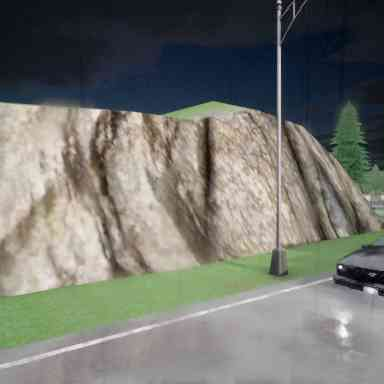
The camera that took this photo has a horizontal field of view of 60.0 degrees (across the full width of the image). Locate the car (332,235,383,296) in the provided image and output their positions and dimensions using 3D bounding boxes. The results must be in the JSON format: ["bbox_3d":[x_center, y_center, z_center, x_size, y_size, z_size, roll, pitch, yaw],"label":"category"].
[{"bbox_3d":[5.669,1.547,8.073,5.357,1.411,2.033,0,0,-36],"label":"car"}]
